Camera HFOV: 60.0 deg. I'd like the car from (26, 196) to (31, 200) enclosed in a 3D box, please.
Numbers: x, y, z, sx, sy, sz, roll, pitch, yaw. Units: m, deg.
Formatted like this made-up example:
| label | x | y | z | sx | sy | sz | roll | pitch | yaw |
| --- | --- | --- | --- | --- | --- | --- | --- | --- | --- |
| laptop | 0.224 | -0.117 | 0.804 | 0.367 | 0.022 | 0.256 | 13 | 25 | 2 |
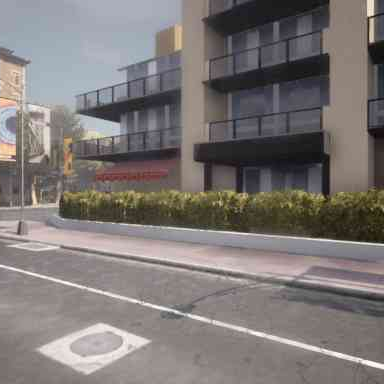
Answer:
| label | x | y | z | sx | sy | sz | roll | pitch | yaw |
| --- | --- | --- | --- | --- | --- | --- | --- | --- | --- |
| car | -36.646 | 1.481 | 72.061 | 4.892 | 1.521 | 2.231 | 0 | 0 | 35 |
